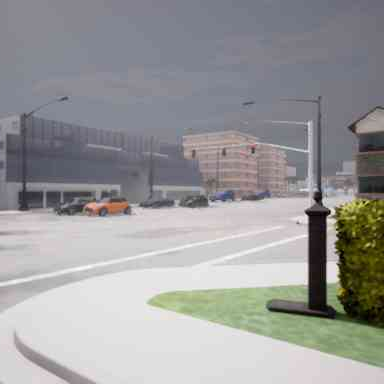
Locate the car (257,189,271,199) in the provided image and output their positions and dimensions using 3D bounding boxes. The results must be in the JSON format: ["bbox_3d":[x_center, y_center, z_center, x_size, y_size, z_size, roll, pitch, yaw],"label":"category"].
[{"bbox_3d":[14.154,0.357,67.881,2.150,2.045,5.566,0,0,35],"label":"car"}]

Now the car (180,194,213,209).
[{"bbox_3d":[0.205,1.111,42.073,2.097,1.767,4.553,0,1,35],"label":"car"}]

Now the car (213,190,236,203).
[{"bbox_3d":[5.204,0.629,55.277,2.150,2.045,5.566,0,1,35],"label":"car"}]

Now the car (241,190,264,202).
[{"bbox_3d":[9.774,0.896,55.692,1.994,1.385,4.181,0,1,35],"label":"car"}]

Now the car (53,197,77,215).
[{"bbox_3d":[-11.023,1.263,32.156,2.097,1.767,4.553,0,0,35],"label":"car"}]

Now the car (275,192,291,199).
[{"bbox_3d":[18.746,0.713,68.335,1.895,1.301,4.718,0,0,35],"label":"car"}]

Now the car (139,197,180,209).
[{"bbox_3d":[-4.272,1.350,41.790,2.033,1.411,5.357,0,1,35],"label":"car"}]

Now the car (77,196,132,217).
[{"bbox_3d":[-7.763,1.267,30.716,2.097,1.767,4.553,0,0,35],"label":"car"}]
